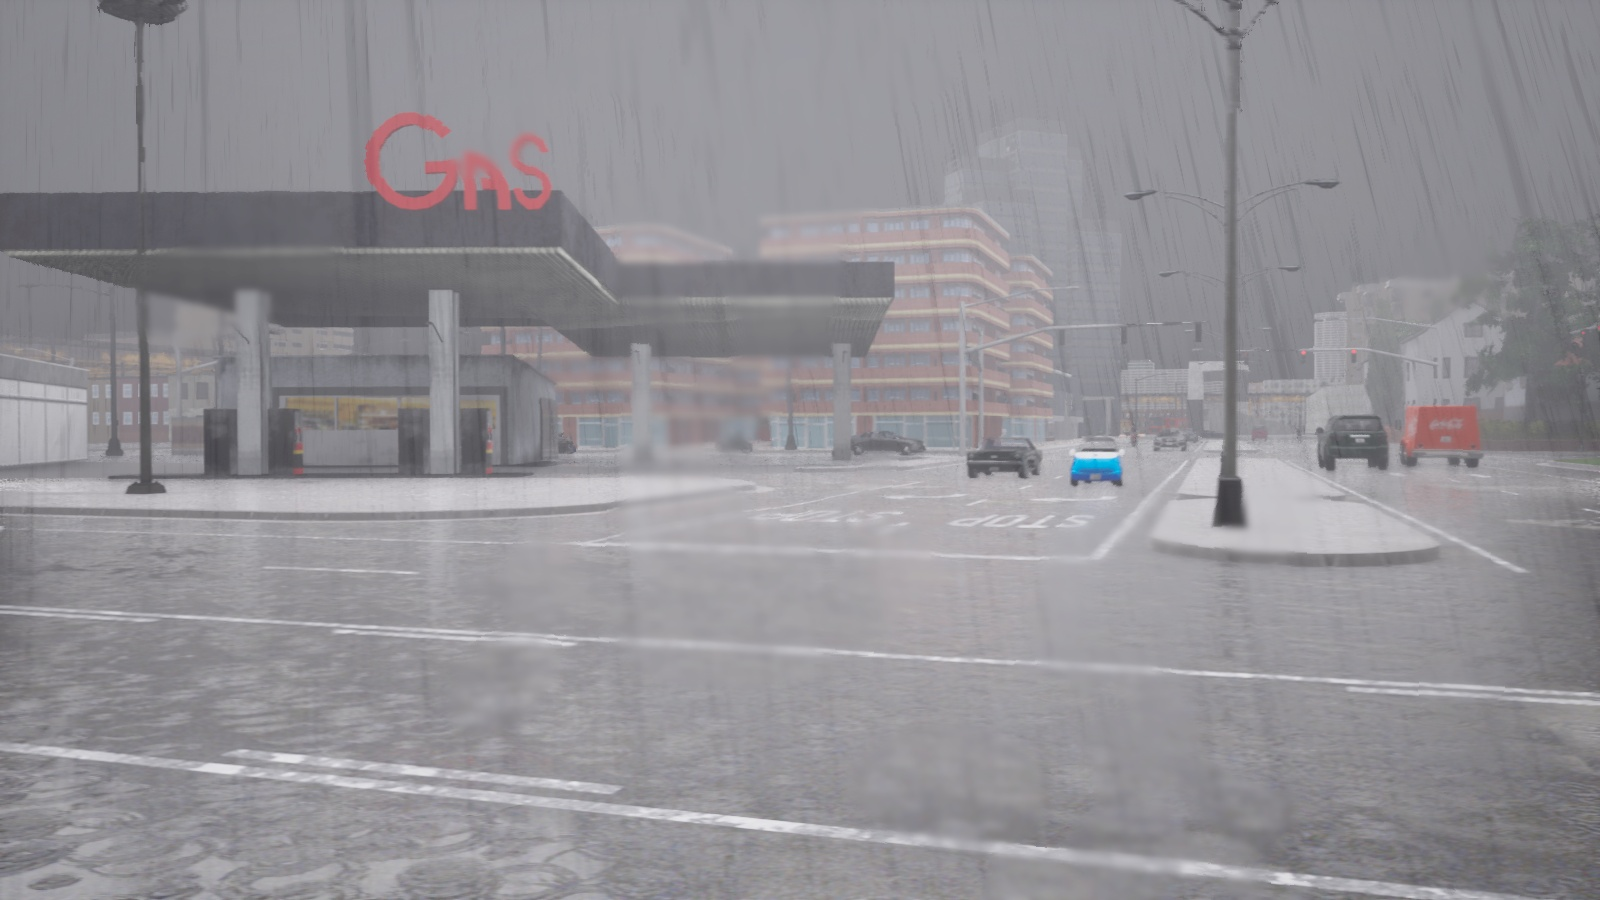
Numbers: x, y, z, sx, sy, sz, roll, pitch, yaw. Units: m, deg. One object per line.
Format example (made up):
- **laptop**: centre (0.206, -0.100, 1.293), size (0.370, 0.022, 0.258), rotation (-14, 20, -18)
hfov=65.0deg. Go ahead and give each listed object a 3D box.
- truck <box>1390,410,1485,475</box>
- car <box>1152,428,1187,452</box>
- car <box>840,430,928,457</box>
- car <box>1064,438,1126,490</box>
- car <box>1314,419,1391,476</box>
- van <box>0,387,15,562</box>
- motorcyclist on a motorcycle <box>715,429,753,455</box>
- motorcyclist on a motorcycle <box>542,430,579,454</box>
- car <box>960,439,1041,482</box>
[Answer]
- **truck**: centre (25.571, -0.365, 50.597), size (2.627, 2.467, 5.204), rotation (1, 2, 18)
- **car**: centre (26.041, -0.714, 88.489), size (2.152, 1.651, 5.027), rotation (1, 1, 18)
- **car**: centre (5.004, -0.398, 74.928), size (4.902, 1.511, 2.128), rotation (0, 1, 17)
- **car**: centre (8.180, 0.356, 34.745), size (1.481, 1.376, 2.207), rotation (1, 1, 18)
- **car**: centre (21.000, -0.143, 47.947), size (2.150, 2.045, 5.566), rotation (1, 1, 18)
- **van**: centre (-11.705, 0.274, 14.512), size (4.480, 2.038, 2.069), rotation (1, 1, 18)
- **motorcyclist on a motorcycle**: centre (-4.281, -0.545, 81.546), size (2.350, 1.649, 0.766), rotation (0, 1, 17)
- **motorcyclist on a motorcycle**: centre (-15.513, -0.500, 81.409), size (2.191, 1.530, 0.866), rotation (1, 1, 17)
- **car**: centre (6.656, 0.291, 41.258), size (1.895, 1.301, 4.718), rotation (1, 1, 18)
